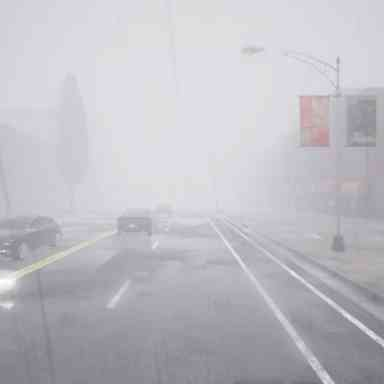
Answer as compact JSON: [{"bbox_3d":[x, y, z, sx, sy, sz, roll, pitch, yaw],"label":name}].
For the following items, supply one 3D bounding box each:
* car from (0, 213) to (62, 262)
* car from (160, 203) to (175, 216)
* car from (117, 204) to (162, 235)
[{"bbox_3d":[-6.576,1.606,12.692,1.837,1.490,4.892,0,-1,0],"label":"car"},{"bbox_3d":[-3.167,1.998,38.558,1.812,1.442,4.674,0,-1,0],"label":"car"},{"bbox_3d":[-3.159,1.679,20.060,1.882,1.535,5.008,0,-1,0],"label":"car"}]
